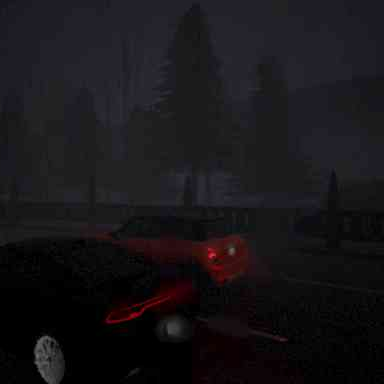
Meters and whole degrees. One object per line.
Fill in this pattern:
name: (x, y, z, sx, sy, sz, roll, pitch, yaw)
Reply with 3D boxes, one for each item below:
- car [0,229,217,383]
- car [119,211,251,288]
car: (-2.306, 1.456, 5.275, 5.008, 1.535, 1.882, 0, 0, 32)
car: (-0.916, 1.320, 8.492, 4.553, 1.767, 2.097, 0, 0, 32)
